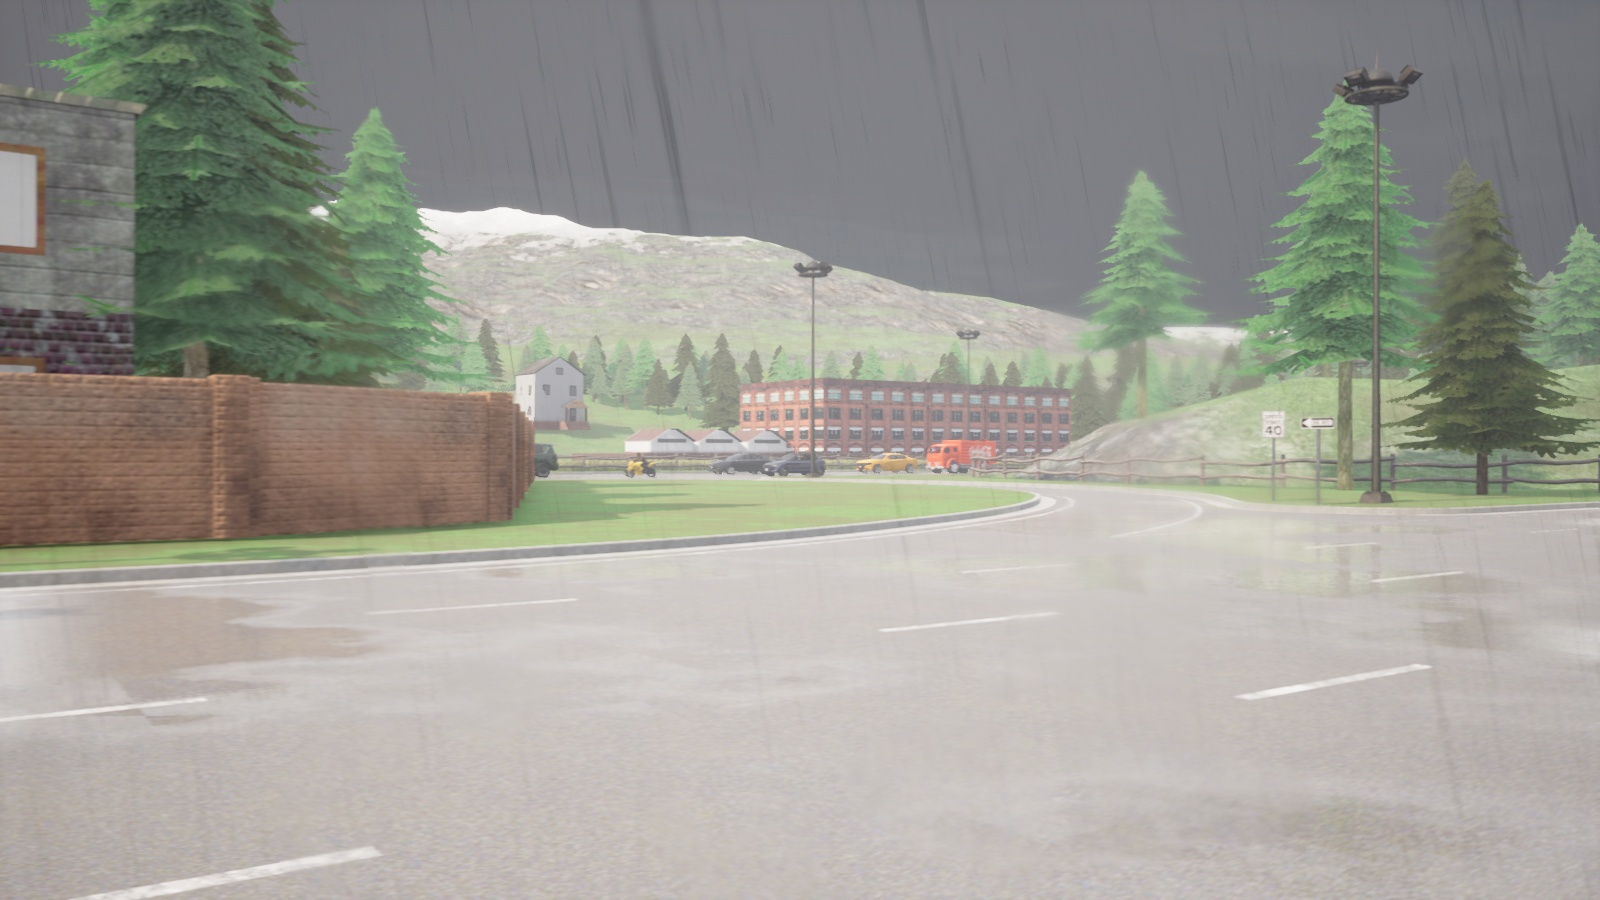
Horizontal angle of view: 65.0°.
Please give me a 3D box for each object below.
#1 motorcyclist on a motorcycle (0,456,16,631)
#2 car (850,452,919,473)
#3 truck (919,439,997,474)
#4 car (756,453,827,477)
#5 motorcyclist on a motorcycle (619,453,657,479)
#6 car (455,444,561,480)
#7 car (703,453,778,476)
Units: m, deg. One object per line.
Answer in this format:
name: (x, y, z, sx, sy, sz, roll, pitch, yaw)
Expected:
motorcyclist on a motorcycle: (-8.078, 0.823, 10.829, 2.191, 1.530, 0.866, 0, 0, -35)
car: (6.299, 0.937, 92.811, 5.008, 1.535, 1.882, 0, 0, -35)
truck: (11.627, 0.460, 92.243, 5.204, 2.467, 2.627, 0, 0, -35)
car: (-0.513, 0.955, 79.583, 4.193, 1.474, 1.816, 0, 0, -35)
motorcyclist on a motorcycle: (-9.463, 0.927, 73.388, 2.044, 1.523, 0.797, 0, 0, -35)
car: (-16.834, 0.677, 72.544, 5.566, 2.045, 2.150, 0, 0, -35)
car: (-4.057, 0.968, 85.643, 4.892, 1.490, 1.837, 0, 0, -35)
